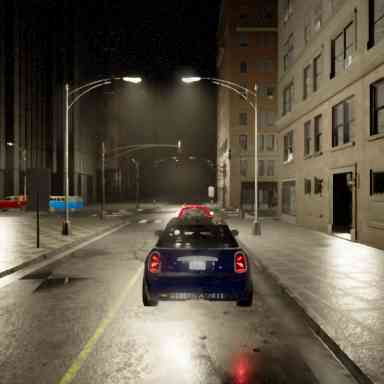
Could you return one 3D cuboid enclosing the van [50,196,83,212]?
[{"bbox_3d":[-14.652,1.392,38.282,3.998,1.788,1.690,0,0,-1],"label":"van"}]

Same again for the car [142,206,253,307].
[{"bbox_3d":[0.114,1.353,8.145,2.097,1.767,4.553,0,0,0],"label":"car"}]

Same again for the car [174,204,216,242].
[{"bbox_3d":[0.132,1.481,17.434,1.882,1.535,5.008,0,0,0],"label":"car"}]

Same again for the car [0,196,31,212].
[{"bbox_3d":[-20.292,1.365,38.207,5.009,1.841,2.192,0,0,-1],"label":"car"}]

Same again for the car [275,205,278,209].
[{"bbox_3d":[12.192,1.532,38.638,4.829,1.417,1.752,0,0,-1],"label":"car"}]
